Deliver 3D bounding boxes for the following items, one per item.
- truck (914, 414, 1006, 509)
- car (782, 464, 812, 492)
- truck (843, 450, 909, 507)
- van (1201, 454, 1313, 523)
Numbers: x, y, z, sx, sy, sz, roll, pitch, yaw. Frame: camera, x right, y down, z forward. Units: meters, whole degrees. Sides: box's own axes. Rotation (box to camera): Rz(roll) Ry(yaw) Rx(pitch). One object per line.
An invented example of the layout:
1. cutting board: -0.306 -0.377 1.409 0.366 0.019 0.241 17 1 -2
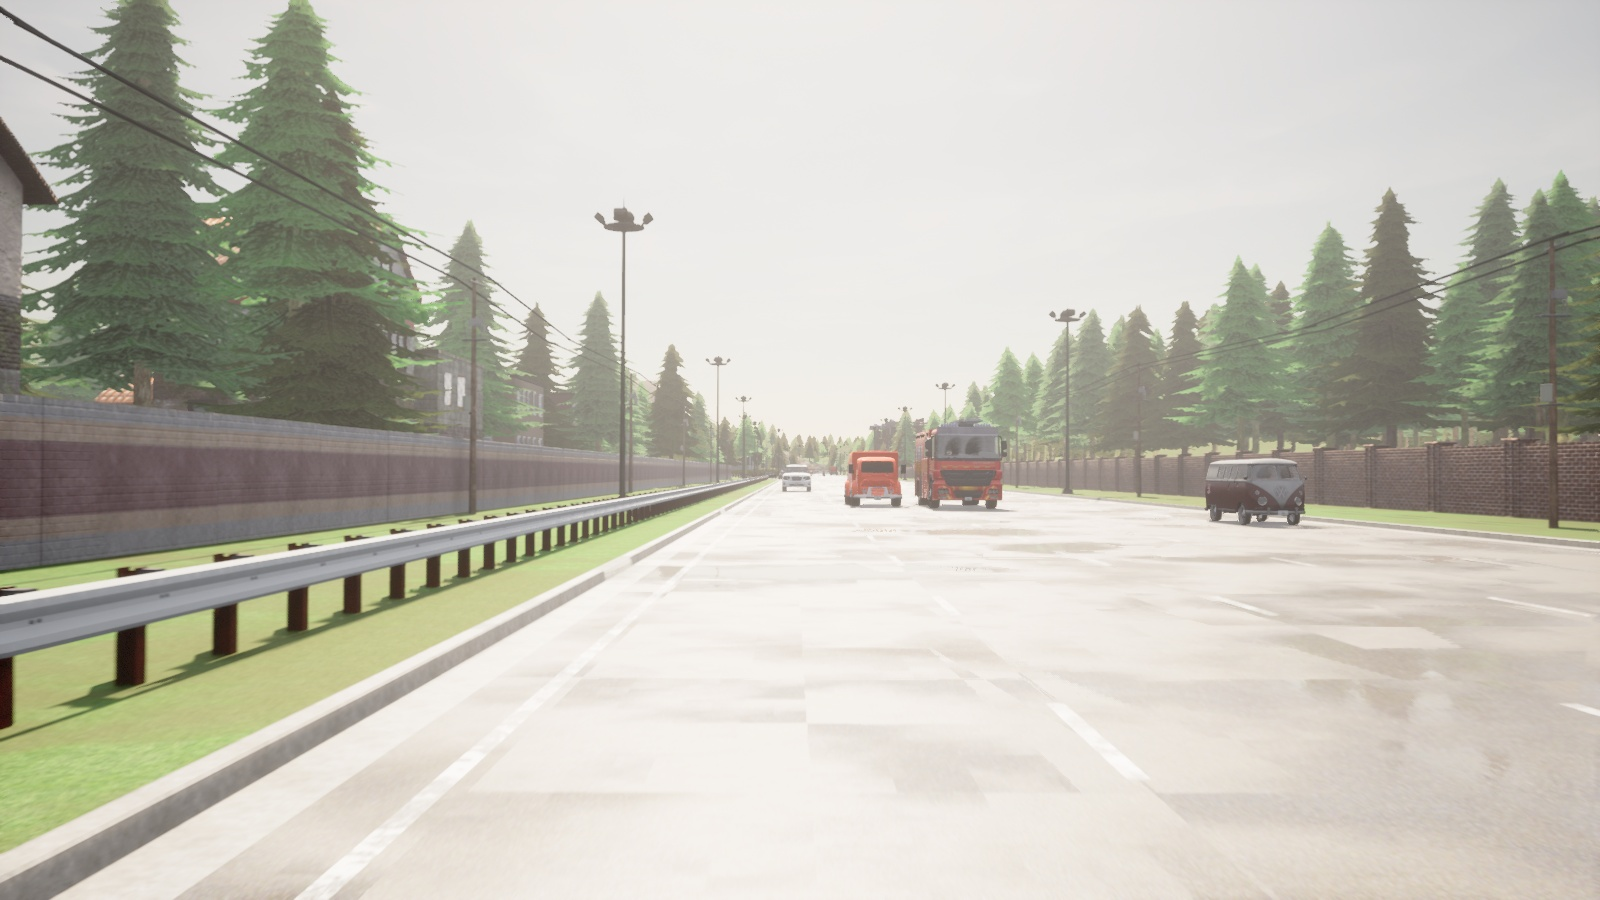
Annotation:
1. truck: 6.863 0.545 55.121 2.891 3.827 8.468 0 -1 0
2. car: -0.230 2.131 95.381 2.150 2.045 5.566 0 -1 0
3. truck: 3.361 1.265 56.806 2.627 2.467 5.204 0 -1 0
4. van: 13.907 1.156 38.459 1.775 1.987 4.442 0 -1 0
